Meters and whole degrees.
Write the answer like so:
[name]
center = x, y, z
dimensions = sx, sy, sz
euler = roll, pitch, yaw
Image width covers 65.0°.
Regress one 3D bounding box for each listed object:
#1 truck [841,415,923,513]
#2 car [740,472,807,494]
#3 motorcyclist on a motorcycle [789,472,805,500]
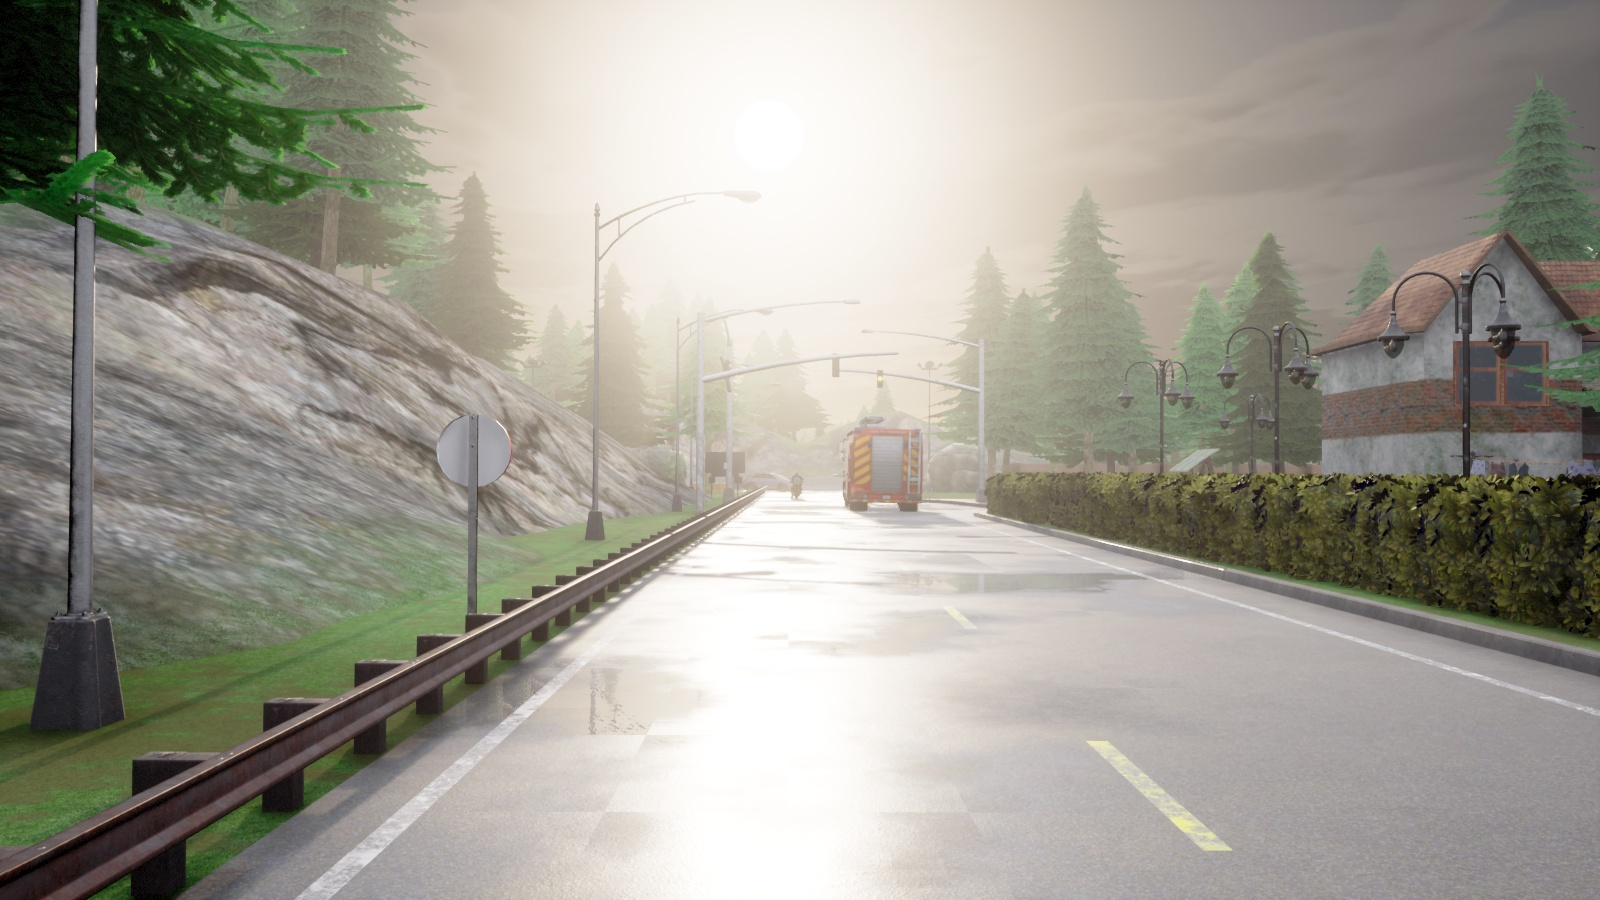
[truck]
center = 3.373, 0.587, 53.836
dimensions = 2.891, 3.827, 8.468
euler = 1, -1, 0
[car]
center = -2.092, 2.600, 98.585
dimensions = 4.856, 1.649, 2.033
euler = -1, -2, 31
[motorcyclist on a motorcycle]
center = -0.166, 2.027, 70.237
dimensions = 0.866, 1.530, 2.191
euler = 0, -1, 0
